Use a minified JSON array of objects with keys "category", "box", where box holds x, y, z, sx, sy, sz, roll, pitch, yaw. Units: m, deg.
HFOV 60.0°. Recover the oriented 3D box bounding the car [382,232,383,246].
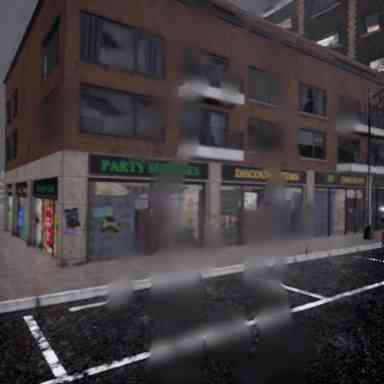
[{"category":"car","box":[9.732,1.507,13.435,5.009,1.841,2.192,1,0,-35]}]
